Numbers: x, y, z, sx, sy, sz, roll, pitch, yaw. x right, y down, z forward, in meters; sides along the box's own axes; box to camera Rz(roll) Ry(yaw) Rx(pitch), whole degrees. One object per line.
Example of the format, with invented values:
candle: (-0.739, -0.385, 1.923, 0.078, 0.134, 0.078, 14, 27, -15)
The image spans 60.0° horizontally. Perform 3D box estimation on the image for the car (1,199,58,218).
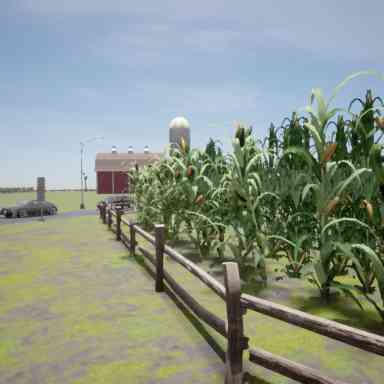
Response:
car: (-13.221, 1.308, 27.203, 1.994, 1.385, 4.181, -1, 1, 32)

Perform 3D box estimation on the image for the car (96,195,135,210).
car: (-8.140, 1.078, 35.829, 1.837, 1.490, 4.892, -1, 1, 29)
